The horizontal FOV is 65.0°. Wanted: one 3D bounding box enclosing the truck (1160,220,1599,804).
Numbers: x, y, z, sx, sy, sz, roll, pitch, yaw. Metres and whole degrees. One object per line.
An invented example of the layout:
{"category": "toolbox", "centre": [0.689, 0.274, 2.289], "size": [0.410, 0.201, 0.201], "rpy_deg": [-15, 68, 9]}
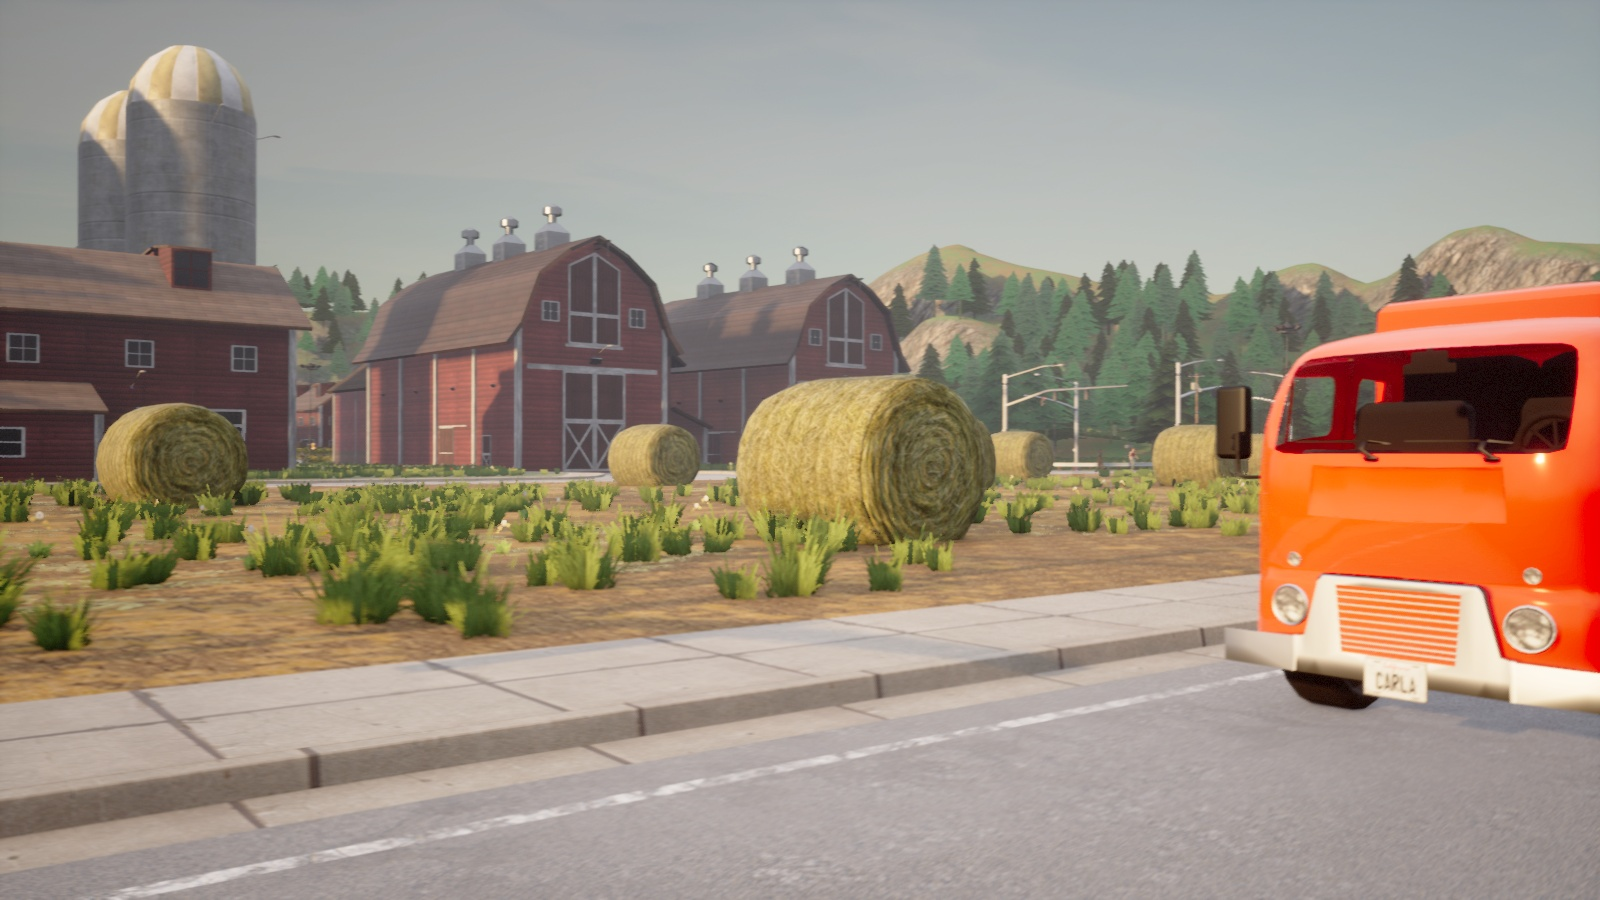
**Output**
{"category": "truck", "centre": [4.883, 0.266, 7.609], "size": [5.204, 2.467, 2.627], "rpy_deg": [0, 0, -38]}
